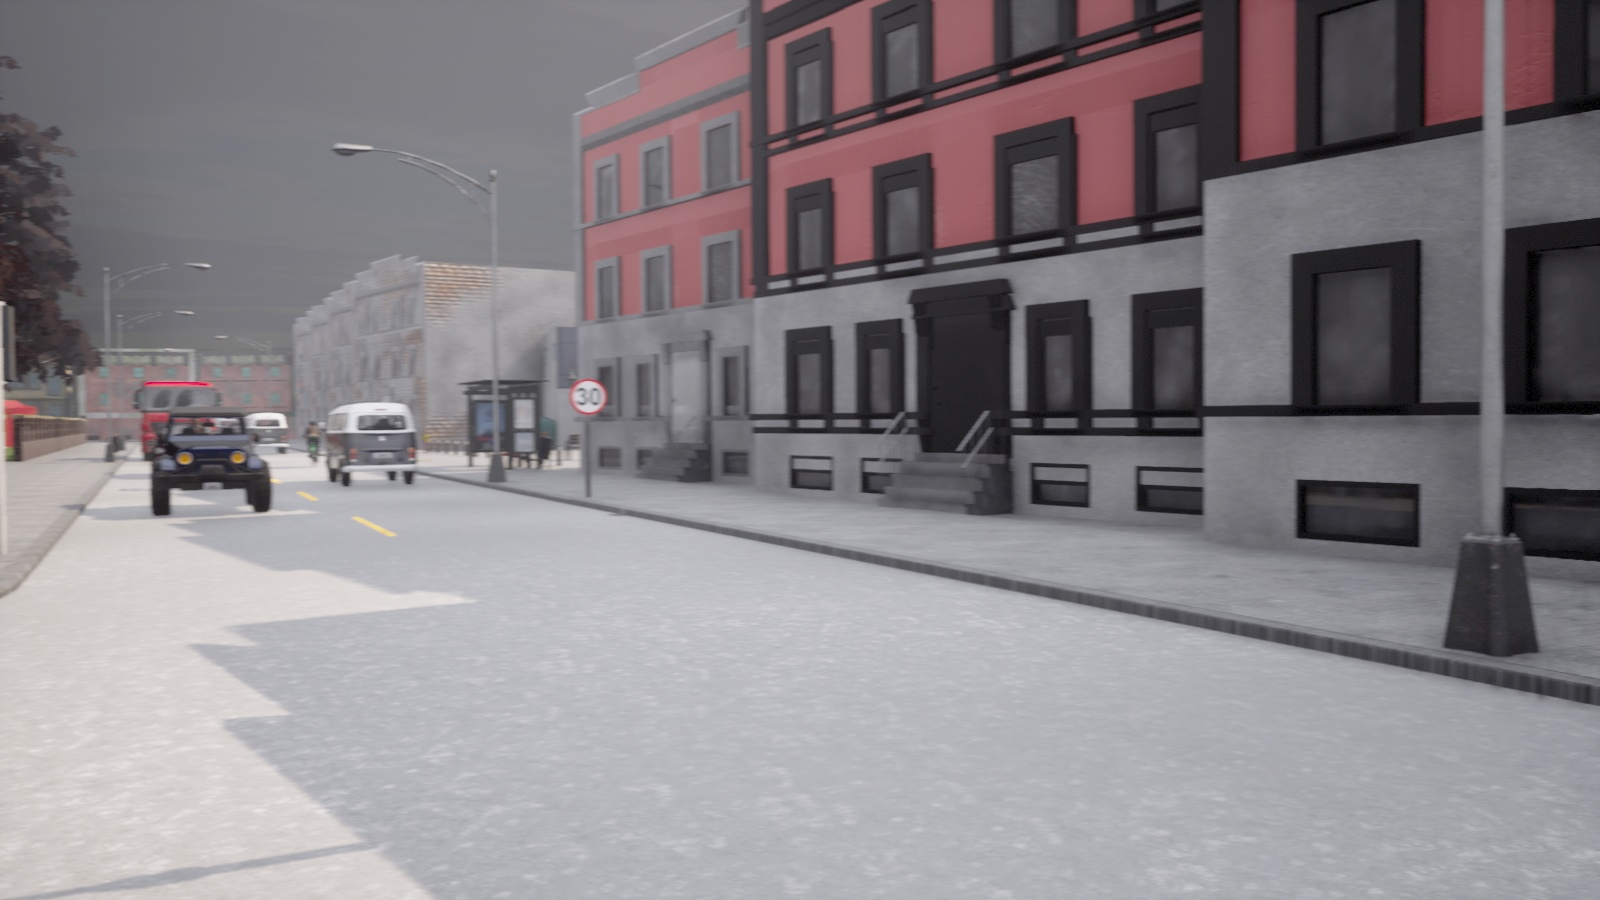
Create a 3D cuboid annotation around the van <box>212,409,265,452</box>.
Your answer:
[{"bbox_3d":[-27.955,-0.992,62.417,2.069,2.038,4.480,-1,2,-28],"label":"van"}]

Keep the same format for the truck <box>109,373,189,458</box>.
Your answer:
[{"bbox_3d":[-28.711,-1.522,55.341,2.891,3.462,7.936,-1,2,-28],"label":"truck"}]

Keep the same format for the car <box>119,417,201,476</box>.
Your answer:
[{"bbox_3d":[-19.156,-0.171,37.501,2.033,1.649,4.856,-1,2,-28],"label":"car"}]

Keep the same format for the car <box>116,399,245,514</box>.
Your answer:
[{"bbox_3d":[-11.199,0.061,22.645,1.905,1.878,3.866,-1,2,-27],"label":"car"}]

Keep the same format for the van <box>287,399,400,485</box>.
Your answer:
[{"bbox_3d":[-11.707,-0.245,32.052,2.069,2.038,4.480,-1,2,-28],"label":"van"}]
